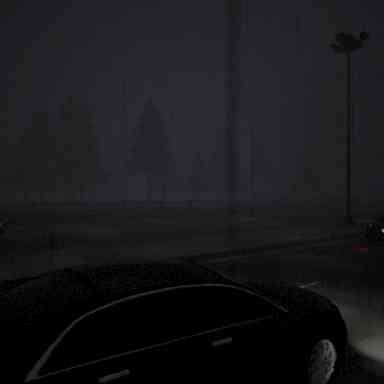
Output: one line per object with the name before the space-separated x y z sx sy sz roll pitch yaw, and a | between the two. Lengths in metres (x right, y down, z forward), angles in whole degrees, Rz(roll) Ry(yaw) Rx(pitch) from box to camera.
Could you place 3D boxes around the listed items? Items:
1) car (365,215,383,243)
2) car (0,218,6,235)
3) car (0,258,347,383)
car | 9.622 1.575 14.930 4.181 1.385 1.994 0 0 -36
car | -11.183 1.547 14.430 5.357 1.411 2.033 0 0 -35
car | -0.280 1.506 3.548 4.892 1.490 1.837 0 0 -36
